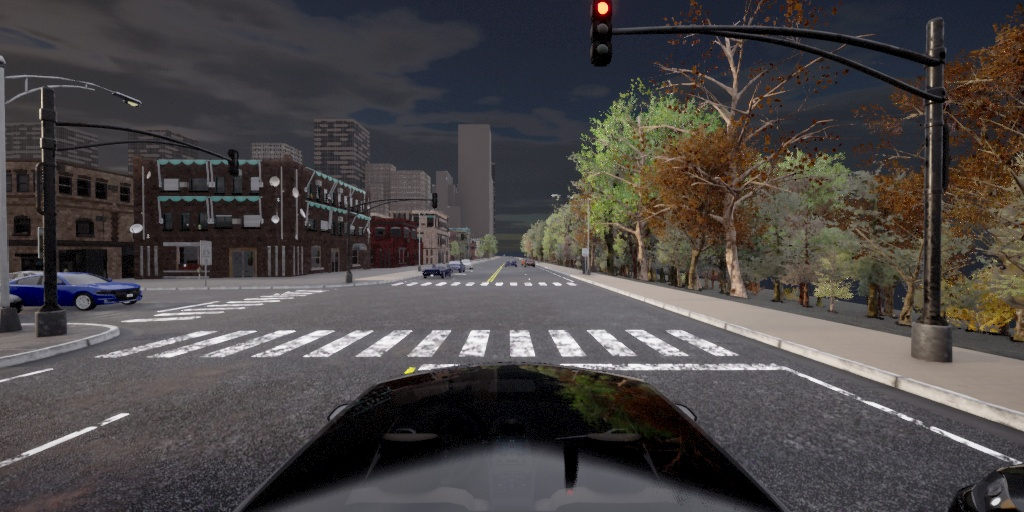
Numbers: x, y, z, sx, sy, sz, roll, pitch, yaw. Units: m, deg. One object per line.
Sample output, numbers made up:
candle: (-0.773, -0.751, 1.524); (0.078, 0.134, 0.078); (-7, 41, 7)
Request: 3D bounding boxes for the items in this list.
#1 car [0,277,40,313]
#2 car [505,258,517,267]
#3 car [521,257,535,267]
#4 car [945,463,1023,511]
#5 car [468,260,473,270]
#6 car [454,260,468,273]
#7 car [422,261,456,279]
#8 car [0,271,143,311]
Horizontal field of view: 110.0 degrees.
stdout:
car: (-19.998, 1.565, 12.493); (4.313, 1.339, 1.948); (0, 0, 0)
car: (-0.203, 1.078, 63.995); (2.097, 1.767, 4.553); (0, 0, 0)
car: (3.052, 1.231, 63.211); (1.837, 1.490, 4.892); (0, 0, 0)
car: (3.363, 1.314, 0.173); (1.994, 1.385, 4.181); (0, 0, -1)
car: (-6.825, 1.257, 53.313); (1.812, 1.442, 4.674); (0, 0, 0)
car: (-6.786, 1.261, 43.044); (1.812, 1.442, 4.674); (0, 0, 0)
car: (-6.743, 1.341, 32.767); (1.895, 1.301, 4.718); (0, 0, 2)
car: (-18.751, 1.435, 15.209); (5.008, 1.535, 1.882); (-1, 1, -1)
